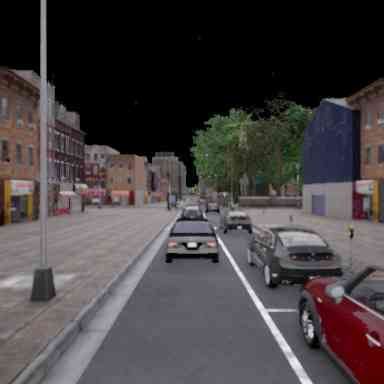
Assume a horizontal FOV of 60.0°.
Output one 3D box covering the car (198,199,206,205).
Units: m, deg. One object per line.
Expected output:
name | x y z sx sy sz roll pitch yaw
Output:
car | 2.612 2.634 86.461 2.008 1.369 4.403 -1 -1 0

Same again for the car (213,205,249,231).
car | 2.625 1.751 20.565 2.008 1.369 4.403 -1 -1 0

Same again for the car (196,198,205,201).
car | 2.614 2.461 75.561 2.008 1.369 4.403 -1 -1 0

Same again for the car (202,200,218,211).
car | 2.621 2.024 43.050 1.947 1.339 4.313 -1 -1 0

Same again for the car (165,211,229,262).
car | 0.011 1.667 12.550 2.033 1.411 5.357 0 -1 0

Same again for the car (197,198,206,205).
car | 2.606 2.490 91.914 2.192 1.841 5.009 -1 -1 0

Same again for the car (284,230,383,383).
car | 2.627 1.475 3.701 1.967 1.590 4.097 -1 -1 0

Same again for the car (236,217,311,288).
car | 2.627 1.639 9.321 2.008 1.369 4.403 -1 -1 0

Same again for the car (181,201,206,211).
car | 0.020 1.816 28.926 1.812 1.442 4.674 0 0 0
